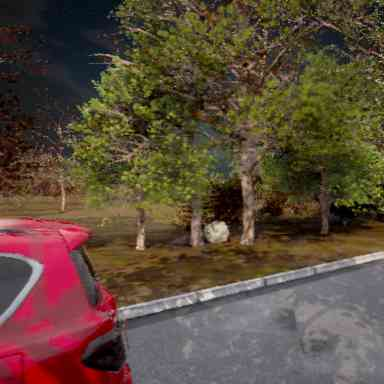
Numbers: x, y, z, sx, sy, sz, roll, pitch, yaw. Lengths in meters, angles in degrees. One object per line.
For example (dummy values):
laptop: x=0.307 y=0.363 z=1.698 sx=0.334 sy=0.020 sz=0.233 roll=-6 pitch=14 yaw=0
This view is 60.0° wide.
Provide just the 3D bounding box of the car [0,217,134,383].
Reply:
car: x=-3.025 y=1.220 z=1.527 sx=5.566 sy=2.045 sz=2.150 roll=0 pitch=0 yaw=-35
